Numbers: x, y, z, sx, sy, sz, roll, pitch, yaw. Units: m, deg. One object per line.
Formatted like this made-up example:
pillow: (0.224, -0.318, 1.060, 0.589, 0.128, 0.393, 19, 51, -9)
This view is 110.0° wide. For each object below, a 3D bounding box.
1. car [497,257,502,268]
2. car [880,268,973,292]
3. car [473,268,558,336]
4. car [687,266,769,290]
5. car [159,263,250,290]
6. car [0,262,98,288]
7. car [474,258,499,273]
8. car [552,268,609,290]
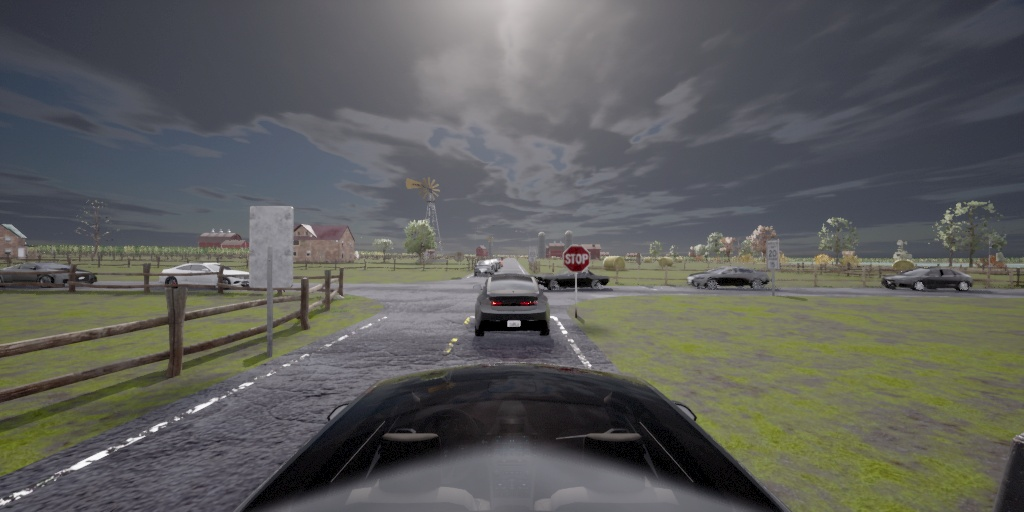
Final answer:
car: (-2.789, 1.241, 46.514, 2.128, 1.511, 4.902, 0, 0, 0)
car: (27.506, 1.548, 23.855, 4.892, 1.490, 1.837, 1, -1, -1)
car: (-0.061, 1.256, 10.378, 1.837, 1.490, 4.892, 0, 0, -3)
car: (14.200, 1.410, 23.694, 4.902, 1.511, 2.128, 1, -1, -1)
car: (-17.217, 1.103, 20.359, 4.674, 1.442, 1.812, 1, -1, -1)
car: (-26.338, 1.048, 20.250, 4.181, 1.385, 1.994, 1, -1, -1)
car: (-2.809, 1.243, 37.069, 2.128, 1.511, 4.902, 0, 0, 0)
car: (3.441, 1.397, 21.765, 4.718, 1.301, 1.895, 1, -1, -23)
